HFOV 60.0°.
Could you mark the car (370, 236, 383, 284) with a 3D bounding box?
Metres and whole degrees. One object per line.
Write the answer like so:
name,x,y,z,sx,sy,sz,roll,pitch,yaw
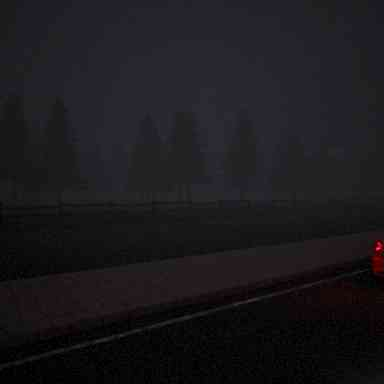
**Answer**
car,6.515,1.355,8.377,4.553,1.767,2.097,0,0,-36
